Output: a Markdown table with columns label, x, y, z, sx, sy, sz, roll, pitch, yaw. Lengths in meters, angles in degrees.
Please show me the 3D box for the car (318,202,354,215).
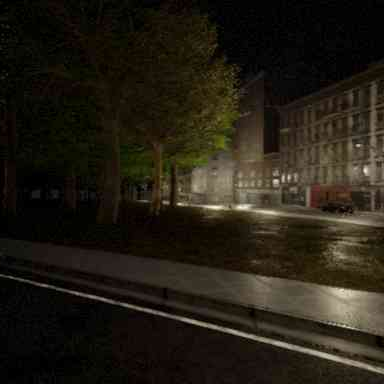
| label | x | y | z | sx | sy | sz | roll | pitch | yaw |
| --- | --- | --- | --- | --- | --- | --- | --- | --- | --- |
| car | 16.837 | 1.877 | 38.954 | 1.812 | 1.442 | 4.674 | 0 | 0 | -16 |
